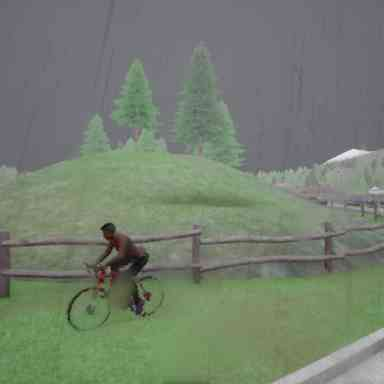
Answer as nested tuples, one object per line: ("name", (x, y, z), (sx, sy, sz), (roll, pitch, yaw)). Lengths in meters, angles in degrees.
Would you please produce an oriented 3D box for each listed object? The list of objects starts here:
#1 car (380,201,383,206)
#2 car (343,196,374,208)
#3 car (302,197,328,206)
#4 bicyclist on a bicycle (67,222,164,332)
("car", (28.514, 1.525, 46.500), (1.812, 1.442, 4.674), (0, 0, -12))
("car", (24.387, 1.352, 48.755), (2.097, 1.767, 4.553), (0, 0, -16))
("car", (19.599, 1.504, 53.076), (1.837, 1.490, 4.892), (0, 0, -16))
("bicyclist on a bicycle", (-1.160, 1.300, 5.307), (1.656, 1.620, 0.582), (-2, 1, -36))
